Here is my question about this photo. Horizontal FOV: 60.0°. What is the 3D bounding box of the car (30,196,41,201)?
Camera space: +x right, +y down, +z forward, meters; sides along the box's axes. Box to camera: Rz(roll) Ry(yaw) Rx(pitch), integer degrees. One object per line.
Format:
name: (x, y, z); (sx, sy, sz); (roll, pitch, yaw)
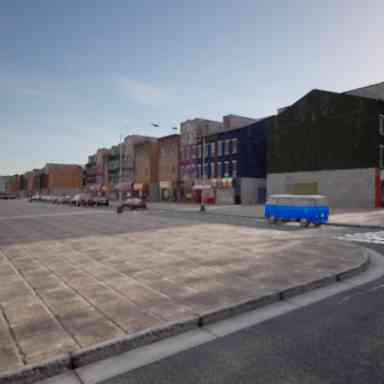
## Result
car: (-38.630, 1.552, 82.054); (1.802, 1.307, 4.206); (1, -1, -36)

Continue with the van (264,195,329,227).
van: (6.169, 1.077, 19.998); (1.690, 1.788, 3.998); (1, -1, -36)

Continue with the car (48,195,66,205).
car: (-20.696, 1.319, 52.710); (2.033, 1.411, 5.357); (1, -1, -36)

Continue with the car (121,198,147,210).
car: (-6.633, 1.336, 37.728); (1.802, 1.307, 4.206); (1, -1, -36)

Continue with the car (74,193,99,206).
car: (-16.229, 1.109, 51.028); (2.192, 1.841, 5.009); (1, -1, -36)

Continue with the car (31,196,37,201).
car: (-35.430, 1.379, 77.623); (1.967, 1.590, 4.097); (1, -1, -36)

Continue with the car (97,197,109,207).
car: (-13.032, 1.344, 46.593); (1.947, 1.339, 4.313); (1, -1, -36)

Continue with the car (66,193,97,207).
car: (-14.872, 1.094, 44.736); (2.097, 1.767, 4.553); (1, -1, -35)

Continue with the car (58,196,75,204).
car: (-22.631, 1.378, 59.892); (1.887, 1.381, 4.507); (1, -1, -36)

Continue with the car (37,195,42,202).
car: (-32.231, 1.491, 73.189); (1.802, 1.307, 4.206); (1, -1, -36)

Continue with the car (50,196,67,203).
car: (-25.831, 1.423, 64.324); (1.947, 1.339, 4.313); (1, -1, -36)

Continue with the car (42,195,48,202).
car: (-29.130, 1.408, 68.895); (1.752, 1.417, 4.829); (1, -1, -36)
